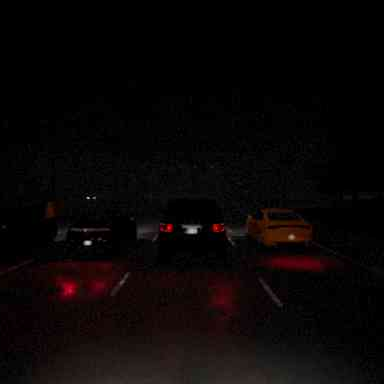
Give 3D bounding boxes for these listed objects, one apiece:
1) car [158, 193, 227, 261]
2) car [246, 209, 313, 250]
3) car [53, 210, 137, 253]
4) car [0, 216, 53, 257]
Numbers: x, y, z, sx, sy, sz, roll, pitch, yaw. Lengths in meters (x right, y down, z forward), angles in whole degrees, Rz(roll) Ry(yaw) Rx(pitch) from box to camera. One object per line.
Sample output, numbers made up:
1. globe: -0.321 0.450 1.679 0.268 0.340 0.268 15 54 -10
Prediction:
1. car: 0.041 1.204 12.378 2.150 2.045 5.566 0 0 1
2. car: 3.553 1.451 14.305 1.882 1.535 5.008 0 0 0
3. car: -3.450 1.469 13.476 2.128 1.511 4.902 0 0 0
4. car: -6.954 1.580 12.870 1.895 1.301 4.718 0 0 1
